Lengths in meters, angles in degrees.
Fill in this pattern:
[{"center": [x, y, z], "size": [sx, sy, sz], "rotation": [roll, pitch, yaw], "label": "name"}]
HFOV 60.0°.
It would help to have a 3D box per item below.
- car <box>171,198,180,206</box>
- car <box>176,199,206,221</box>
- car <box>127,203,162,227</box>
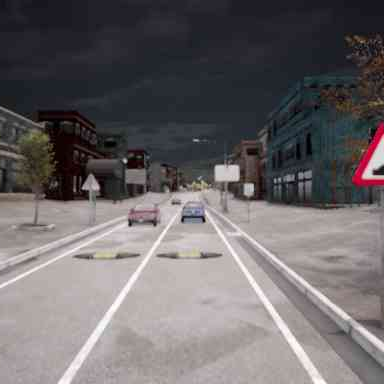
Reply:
[{"center": [-3.013, 1.858, 63.852], "size": [2.033, 1.411, 5.357], "rotation": [0, 0, 0], "label": "car"}, {"center": [0.102, 1.473, 26.059], "size": [2.033, 1.411, 5.357], "rotation": [0, 0, 0], "label": "car"}, {"center": [-3.099, 1.457, 22.475], "size": [1.812, 1.442, 4.674], "rotation": [0, 0, 0], "label": "car"}]
